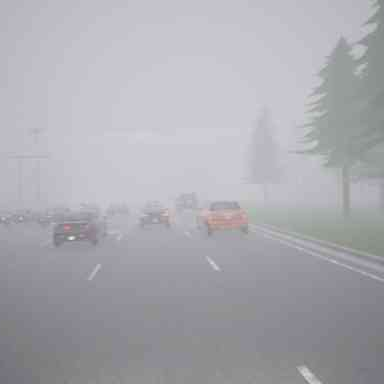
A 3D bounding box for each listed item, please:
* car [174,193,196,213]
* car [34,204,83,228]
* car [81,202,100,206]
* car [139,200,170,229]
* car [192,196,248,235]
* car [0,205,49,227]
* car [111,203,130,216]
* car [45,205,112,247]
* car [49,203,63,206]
[{"bbox_3d":[-0.600,1.127,35.511,2.150,2.045,5.566,-2,0,-7],"label":"car"},{"bbox_3d":[-9.893,1.893,25.098,1.895,1.301,4.718,-2,0,-7],"label":"car"},{"bbox_3d":[-11.302,1.800,36.594,2.128,1.511,4.902,-2,0,-7],"label":"car"},{"bbox_3d":[-2.499,1.548,22.166,1.812,1.442,4.674,-2,0,-7],"label":"car"},{"bbox_3d":[1.501,1.234,18.185,2.097,1.767,4.553,-2,0,-7],"label":"car"},{"bbox_3d":[-13.664,2.029,27.155,1.895,1.301,4.718,-2,0,-7],"label":"car"},{"bbox_3d":[-7.440,1.771,33.947,1.895,1.301,4.718,-2,0,-7],"label":"car"},{"bbox_3d":[-5.299,1.652,16.192,1.837,1.490,4.892,-2,0,-7],"label":"car"},{"bbox_3d":[-14.793,1.967,36.318,1.812,1.442,4.674,-2,0,-7],"label":"car"}]
